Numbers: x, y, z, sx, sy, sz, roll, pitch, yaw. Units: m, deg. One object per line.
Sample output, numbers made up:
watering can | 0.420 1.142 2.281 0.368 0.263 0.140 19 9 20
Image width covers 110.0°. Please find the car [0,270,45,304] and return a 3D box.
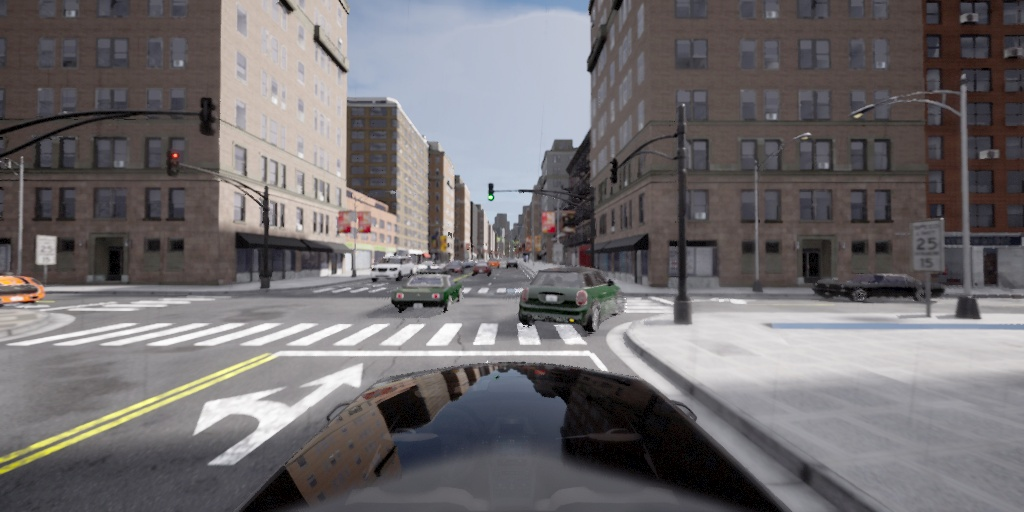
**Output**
car | -21.152 1.039 13.764 4.553 1.767 2.097 0 -1 1

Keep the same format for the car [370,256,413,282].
car | -9.851 1.030 29.963 2.150 2.045 5.566 0 0 0

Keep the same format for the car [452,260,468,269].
car | -6.576 1.392 40.886 1.994 1.385 4.181 0 0 0

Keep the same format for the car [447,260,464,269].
car | -9.759 1.409 61.937 2.033 1.411 5.357 0 0 0

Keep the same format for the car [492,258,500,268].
car | -3.212 1.214 62.696 2.097 1.767 4.553 0 0 1

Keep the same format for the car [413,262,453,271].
car | -6.592 1.410 30.282 1.895 1.301 4.718 0 0 0

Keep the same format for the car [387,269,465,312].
car | -3.148 1.386 14.276 1.895 1.301 4.718 0 0 0

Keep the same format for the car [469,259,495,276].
car | -3.148 1.350 38.666 1.812 1.442 4.674 0 0 0

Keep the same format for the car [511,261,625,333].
car | 2.026 1.120 11.200 2.097 1.767 4.553 0 0 28

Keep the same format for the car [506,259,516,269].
car | 0.003 1.334 58.664 1.882 1.535 5.008 0 0 0

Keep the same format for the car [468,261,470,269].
car | -6.567 1.415 55.104 1.994 1.385 4.181 0 0 0

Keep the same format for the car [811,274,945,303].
car | 17.226 1.495 17.079 4.718 1.301 1.895 0 -1 0
